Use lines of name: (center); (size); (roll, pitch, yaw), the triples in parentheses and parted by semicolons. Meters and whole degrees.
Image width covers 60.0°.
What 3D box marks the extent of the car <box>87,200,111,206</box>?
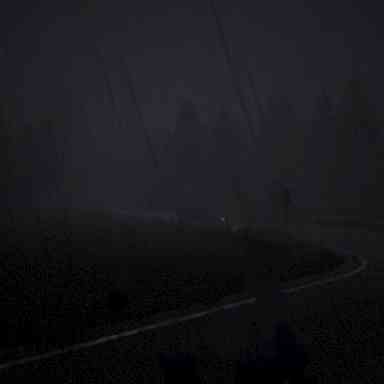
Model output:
car: (-12.307, 1.759, 43.653); (1.895, 1.301, 4.718); (0, 0, -35)

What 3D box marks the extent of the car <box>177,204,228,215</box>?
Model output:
car: (0.752, 1.650, 25.346); (2.128, 1.511, 4.902); (0, 0, -36)
